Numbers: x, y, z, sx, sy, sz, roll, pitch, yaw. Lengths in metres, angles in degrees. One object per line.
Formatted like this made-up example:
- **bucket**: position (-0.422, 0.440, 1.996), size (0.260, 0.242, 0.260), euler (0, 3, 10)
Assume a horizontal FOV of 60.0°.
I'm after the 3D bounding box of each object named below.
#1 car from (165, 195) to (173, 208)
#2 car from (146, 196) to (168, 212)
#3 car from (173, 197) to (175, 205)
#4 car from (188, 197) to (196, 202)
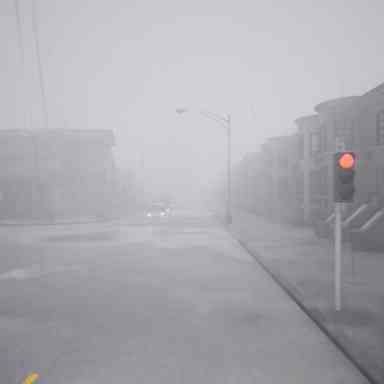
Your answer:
- **car**: position (-4.146, 1.505, 48.599), size (1.837, 1.490, 4.892), euler (0, 0, 0)
- **car**: position (-4.147, 1.526, 39.413), size (1.812, 1.442, 4.674), euler (0, 0, -1)
- **car**: position (-4.127, 1.352, 58.392), size (2.097, 1.767, 4.553), euler (0, 0, 0)
- **car**: position (-0.064, 1.754, 74.067), size (2.033, 1.411, 5.357), euler (0, 0, 0)
